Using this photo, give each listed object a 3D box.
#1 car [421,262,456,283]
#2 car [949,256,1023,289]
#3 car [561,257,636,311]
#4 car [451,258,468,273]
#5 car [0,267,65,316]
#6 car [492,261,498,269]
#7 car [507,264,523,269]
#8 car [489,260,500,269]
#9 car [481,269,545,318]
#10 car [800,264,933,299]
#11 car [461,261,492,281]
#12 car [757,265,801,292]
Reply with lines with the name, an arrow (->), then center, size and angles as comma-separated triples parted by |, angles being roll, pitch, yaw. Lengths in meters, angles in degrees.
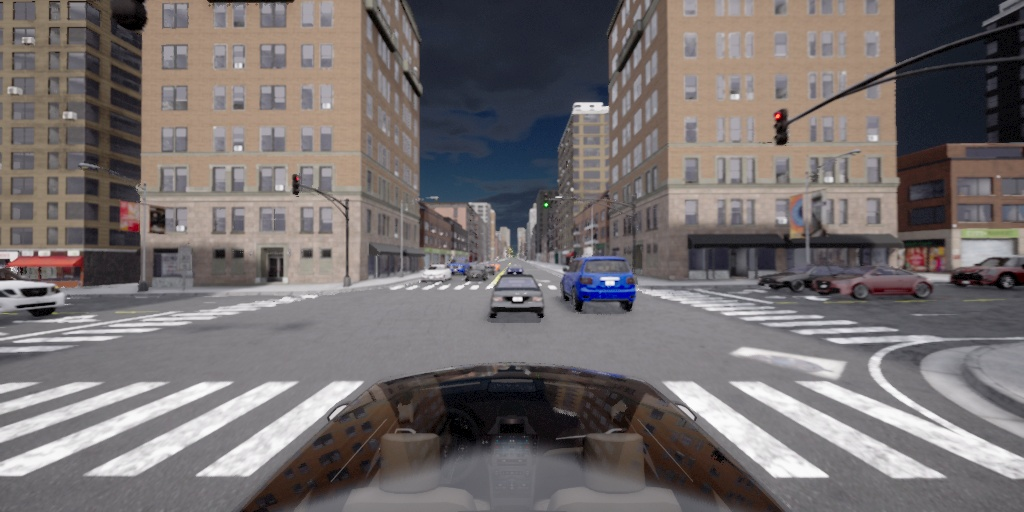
car -> -6.435, 1.479, 31.168 | 1.812, 1.442, 4.674 | 0, 0, 1
car -> 26.699, 0.804, 19.310 | 4.553, 1.767, 2.097 | -1, -1, 0
car -> 3.431, 1.052, 15.107 | 2.150, 2.045, 5.566 | 0, 0, 1
car -> -6.317, 1.245, 42.865 | 2.150, 2.045, 5.566 | 0, -1, 0
car -> -20.036, 1.333, 13.027 | 5.566, 2.045, 2.150 | -1, -1, -1
car -> -3.060, 1.578, 42.873 | 1.994, 1.385, 4.181 | 0, 0, 1
car -> 0.352, 1.594, 40.827 | 1.895, 1.301, 4.718 | 0, 0, 0
car -> -2.939, 1.438, 55.330 | 2.097, 1.767, 4.553 | 0, 0, 1
car -> 0.175, 1.375, 13.424 | 2.033, 1.411, 5.357 | 0, 0, 0
car -> 16.034, 1.152, 16.160 | 4.181, 1.385, 1.994 | -1, -1, 1
car -> -3.147, 1.459, 32.792 | 1.837, 1.490, 4.892 | 0, 0, 1
car -> 16.443, 1.161, 19.408 | 5.357, 1.411, 2.033 | -1, -1, 1
